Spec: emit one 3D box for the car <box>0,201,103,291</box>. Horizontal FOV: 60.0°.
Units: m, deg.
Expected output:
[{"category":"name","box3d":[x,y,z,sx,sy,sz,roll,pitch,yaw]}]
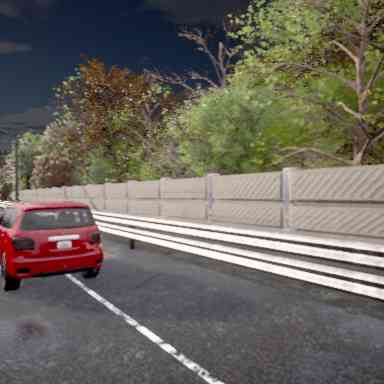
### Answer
[{"category":"car","box3d":[-4.389,1.292,9.607,2.150,2.045,5.566,0,0,-35]}]
